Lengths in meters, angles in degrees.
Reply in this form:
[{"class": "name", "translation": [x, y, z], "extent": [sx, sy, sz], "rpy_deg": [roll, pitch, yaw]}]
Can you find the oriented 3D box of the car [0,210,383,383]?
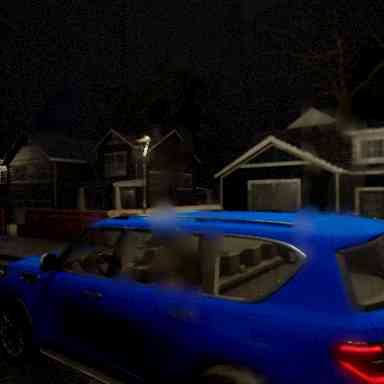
[{"class": "car", "translation": [-0.331, 1.256, 4.210], "extent": [5.566, 2.045, 2.150], "rpy_deg": [-1, 0, 36]}]
